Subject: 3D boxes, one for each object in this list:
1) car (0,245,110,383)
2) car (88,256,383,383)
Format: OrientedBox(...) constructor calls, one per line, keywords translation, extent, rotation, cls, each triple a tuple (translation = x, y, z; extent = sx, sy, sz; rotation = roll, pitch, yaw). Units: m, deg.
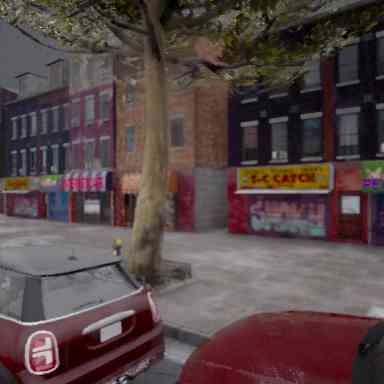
OrientedBox(translation=(-2.406, 1.453, 4.527), extent=(4.097, 1.590, 1.967), rotation=(0, 0, 36), cls="car")
OrientedBox(translation=(2.108, 1.312, 1.306), extent=(5.009, 1.841, 2.192), rotation=(0, 0, 36), cls="car")
